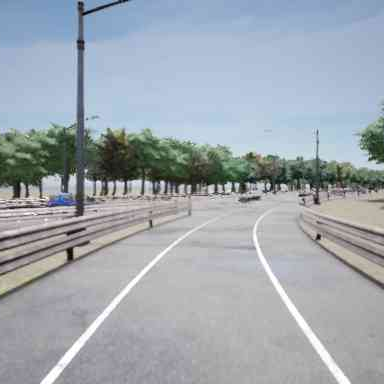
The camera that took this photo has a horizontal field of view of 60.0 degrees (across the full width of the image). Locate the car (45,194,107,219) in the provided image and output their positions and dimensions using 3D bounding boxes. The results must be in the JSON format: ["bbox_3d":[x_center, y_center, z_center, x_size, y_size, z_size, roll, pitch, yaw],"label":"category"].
[{"bbox_3d":[-10.474,1.218,30.400,2.150,2.045,5.566,1,2,40],"label":"car"}]

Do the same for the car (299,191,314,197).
[{"bbox_3d":[25.105,0.466,72.655,1.895,1.301,4.718,1,2,40],"label":"car"}]

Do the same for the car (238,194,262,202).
[{"bbox_3d":[9.580,0.972,54.218,1.895,1.301,4.718,1,2,40],"label":"car"}]
